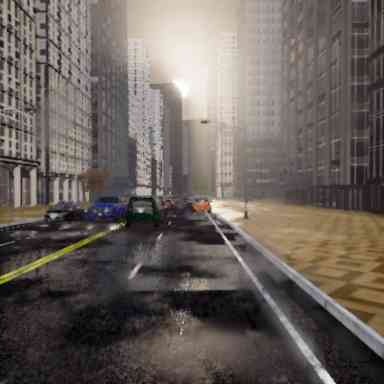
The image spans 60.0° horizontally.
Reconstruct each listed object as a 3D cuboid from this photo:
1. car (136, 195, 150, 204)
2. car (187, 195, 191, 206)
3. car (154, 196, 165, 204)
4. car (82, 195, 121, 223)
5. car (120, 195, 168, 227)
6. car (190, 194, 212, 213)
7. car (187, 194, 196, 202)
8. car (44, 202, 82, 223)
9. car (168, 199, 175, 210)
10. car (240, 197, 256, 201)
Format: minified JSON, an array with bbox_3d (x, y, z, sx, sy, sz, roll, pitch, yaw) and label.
[{"bbox_3d":[-9.771,1.413,66.917,2.097,1.767,4.553,0,0,0],"label":"car"},{"bbox_3d":[-0.016,1.635,57.798,2.033,1.411,5.357,0,0,0],"label":"car"},{"bbox_3d":[-6.519,1.582,66.883,1.812,1.442,4.674,0,0,0],"label":"car"},{"bbox_3d":[-6.600,1.263,26.626,2.150,2.045,5.566,0,0,0],"label":"car"},{"bbox_3d":[-3.158,1.256,23.126,2.150,2.045,5.566,0,0,0],"label":"car"},{"bbox_3d":[1.125,1.408,38.527,2.097,1.767,4.553,0,0,0],"label":"car"},{"bbox_3d":[-0.023,1.373,79.587,2.097,1.767,4.553,0,0,0],"label":"car"},{"bbox_3d":[-9.849,1.532,26.054,2.128,1.511,4.902,0,0,0],"label":"car"},{"bbox_3d":[-3.163,1.590,42.978,1.812,1.442,4.674,0,0,0],"label":"car"},{"bbox_3d":[15.894,1.969,94.057,4.403,1.369,2.008,1,0,-1],"label":"car"}]
